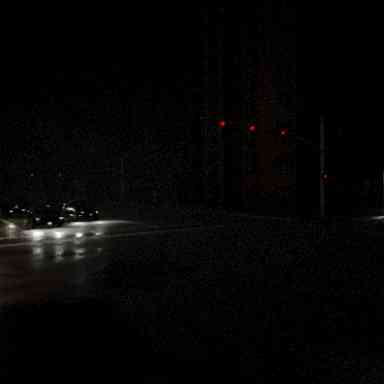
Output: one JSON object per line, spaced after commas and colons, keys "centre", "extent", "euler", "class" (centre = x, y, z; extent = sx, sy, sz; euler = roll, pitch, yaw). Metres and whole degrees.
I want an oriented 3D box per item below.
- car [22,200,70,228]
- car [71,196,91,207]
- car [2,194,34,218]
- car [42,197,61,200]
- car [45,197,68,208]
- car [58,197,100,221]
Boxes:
{"centre": [-10.003, 1.520, 22.492], "extent": [2.033, 1.411, 5.357], "euler": [0, 0, -31], "class": "car"}
{"centre": [-16.987, 1.436, 50.714], "extent": [1.812, 1.442, 4.674], "euler": [0, 0, -31], "class": "car"}
{"centre": [-16.034, 1.194, 30.693], "extent": [2.150, 2.045, 5.566], "euler": [0, 0, -36], "class": "car"}
{"centre": [-14.467, 1.305, 34.494], "extent": [2.097, 1.767, 4.553], "euler": [0, 0, -37], "class": "car"}
{"centre": [-19.223, 1.459, 47.070], "extent": [1.812, 1.442, 4.674], "euler": [0, 0, -38], "class": "car"}
{"centre": [-9.065, 1.457, 27.061], "extent": [1.837, 1.490, 4.892], "euler": [0, 0, -36], "class": "car"}
